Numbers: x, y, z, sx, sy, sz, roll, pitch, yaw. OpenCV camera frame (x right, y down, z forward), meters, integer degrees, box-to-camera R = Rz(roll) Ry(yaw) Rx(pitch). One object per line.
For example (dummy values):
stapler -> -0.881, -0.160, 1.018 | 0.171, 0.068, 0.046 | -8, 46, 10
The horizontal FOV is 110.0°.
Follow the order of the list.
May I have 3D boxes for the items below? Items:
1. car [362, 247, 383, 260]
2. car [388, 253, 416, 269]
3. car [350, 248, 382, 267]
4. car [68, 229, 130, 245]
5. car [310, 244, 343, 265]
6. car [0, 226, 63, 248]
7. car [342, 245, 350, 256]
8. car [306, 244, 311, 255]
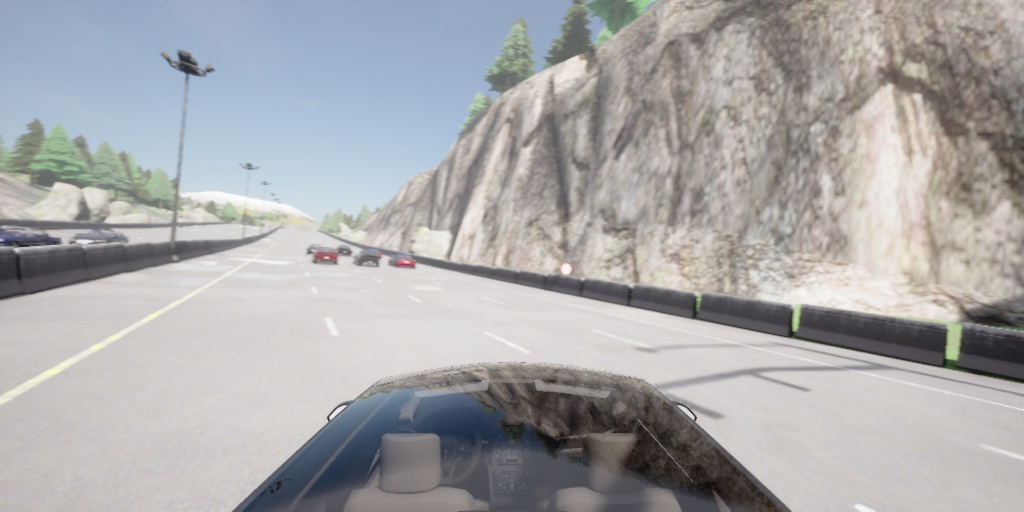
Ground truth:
car -> -19.431, -0.371, 49.903 | 1.994, 1.385, 4.181 | 5, 1, -31
car -> -11.235, 0.442, 36.544 | 1.994, 1.385, 4.181 | 5, 0, -32
car -> -13.902, 0.157, 34.222 | 1.837, 1.490, 4.892 | 5, 1, -31
car -> -28.960, -1.149, 25.316 | 2.128, 1.511, 4.902 | 5, 0, -31
car -> -16.921, -0.131, 32.472 | 1.882, 1.535, 5.008 | 5, 0, -31
car -> -23.715, -0.767, 16.853 | 1.895, 1.301, 4.718 | 5, 0, -32
car -> -23.584, -0.838, 50.023 | 1.882, 1.535, 5.008 | 5, 1, -31
car -> -25.107, -0.853, 45.793 | 1.994, 1.385, 4.181 | 5, 1, -31
